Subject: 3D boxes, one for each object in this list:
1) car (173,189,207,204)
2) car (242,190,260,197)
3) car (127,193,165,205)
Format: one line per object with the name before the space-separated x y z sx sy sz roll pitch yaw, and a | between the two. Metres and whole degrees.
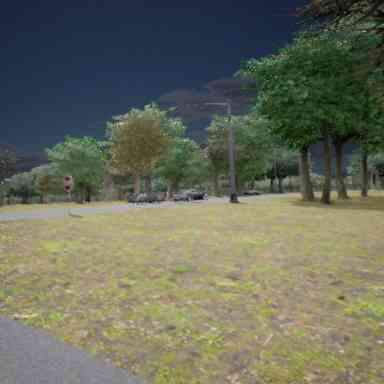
car | -0.119 0.446 36.868 2.128 1.511 4.902 -3 -1 34
car | 11.894 0.247 66.781 1.895 1.301 4.718 -3 -1 34
car | -5.578 0.832 41.272 2.033 1.411 5.357 -3 0 34
